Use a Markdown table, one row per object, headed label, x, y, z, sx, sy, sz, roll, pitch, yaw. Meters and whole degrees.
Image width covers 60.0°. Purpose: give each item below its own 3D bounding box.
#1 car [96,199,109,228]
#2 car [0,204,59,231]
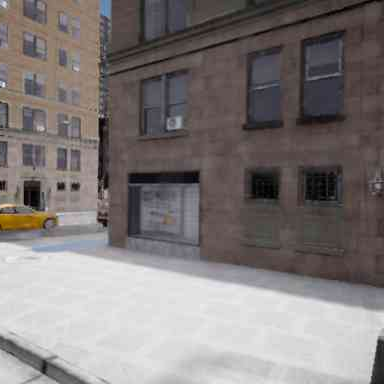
| label | x | y | z | sx | sy | sz | roll | pitch | yaw |
| --- | --- | --- | --- | --- | --- | --- | --- | --- | --- |
| car | -3.942 | 1.379 | 21.854 | 2.192 | 1.841 | 5.009 | 0 | 0 | 36 |
| car | -9.884 | 1.426 | 18.448 | 1.882 | 1.535 | 5.008 | 1 | 0 | 36 |
